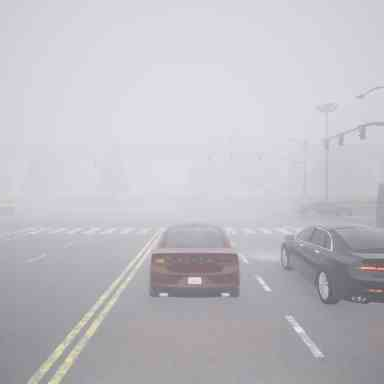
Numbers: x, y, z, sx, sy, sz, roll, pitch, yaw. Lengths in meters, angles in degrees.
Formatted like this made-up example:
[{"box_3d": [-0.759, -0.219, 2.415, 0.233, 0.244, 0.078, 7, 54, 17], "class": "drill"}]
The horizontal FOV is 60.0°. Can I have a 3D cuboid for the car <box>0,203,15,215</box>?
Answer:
[{"box_3d": [-20.302, 1.477, 33.029, 5.008, 1.535, 1.882, 0, 0, 0], "class": "car"}]

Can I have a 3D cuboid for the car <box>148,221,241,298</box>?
[{"box_3d": [0.057, 1.478, 8.591, 1.882, 1.535, 5.008, 0, 0, 0], "class": "car"}]

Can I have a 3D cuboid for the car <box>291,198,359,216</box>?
[{"box_3d": [11.651, 1.505, 29.410, 4.892, 1.490, 1.837, 0, 0, 0], "class": "car"}]

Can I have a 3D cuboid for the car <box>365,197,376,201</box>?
[{"box_3d": [20.490, 1.547, 43.577, 5.357, 1.411, 2.033, 0, 0, 0], "class": "car"}]

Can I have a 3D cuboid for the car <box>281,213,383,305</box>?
[{"box_3d": [3.555, 1.505, 8.078, 1.837, 1.490, 4.892, 0, 0, 0], "class": "car"}]
